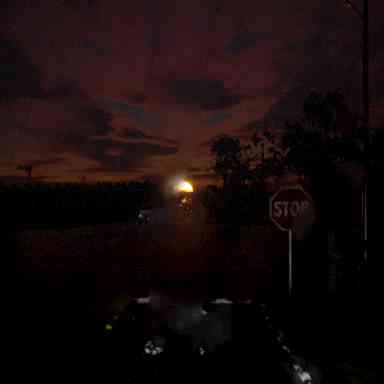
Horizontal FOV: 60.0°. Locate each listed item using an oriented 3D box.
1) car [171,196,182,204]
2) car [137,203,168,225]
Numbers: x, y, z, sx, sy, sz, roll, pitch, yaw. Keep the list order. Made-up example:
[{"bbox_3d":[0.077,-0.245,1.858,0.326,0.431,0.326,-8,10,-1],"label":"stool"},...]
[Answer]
[{"bbox_3d":[-2.794,1.428,60.970,1.812,1.442,4.674,0,0,0],"label":"car"},{"bbox_3d":[-2.763,1.556,24.146,1.812,1.442,4.674,0,0,0],"label":"car"}]
